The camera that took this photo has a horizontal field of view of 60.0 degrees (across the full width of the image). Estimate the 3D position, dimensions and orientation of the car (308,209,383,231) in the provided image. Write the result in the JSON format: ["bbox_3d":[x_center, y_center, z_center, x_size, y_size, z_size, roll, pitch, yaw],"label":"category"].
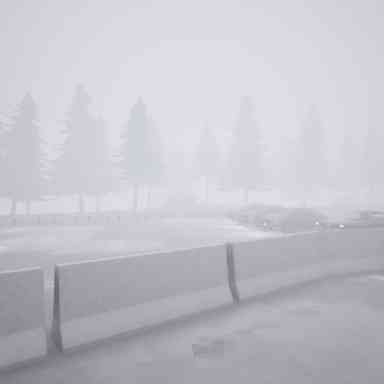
[{"bbox_3d":[8.261,1.601,16.099,4.718,1.301,1.895,0,0,-23],"label":"car"}]

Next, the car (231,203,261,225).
[{"bbox_3d":[5.110,1.564,22.259,4.181,1.385,1.994,0,0,-23],"label":"car"}]

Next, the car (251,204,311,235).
[{"bbox_3d":[5.762,1.564,18.727,4.181,1.385,1.994,0,0,-24],"label":"car"}]

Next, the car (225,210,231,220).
[{"bbox_3d":[4.717,1.564,25.885,4.181,1.385,1.994,0,0,-22],"label":"car"}]
